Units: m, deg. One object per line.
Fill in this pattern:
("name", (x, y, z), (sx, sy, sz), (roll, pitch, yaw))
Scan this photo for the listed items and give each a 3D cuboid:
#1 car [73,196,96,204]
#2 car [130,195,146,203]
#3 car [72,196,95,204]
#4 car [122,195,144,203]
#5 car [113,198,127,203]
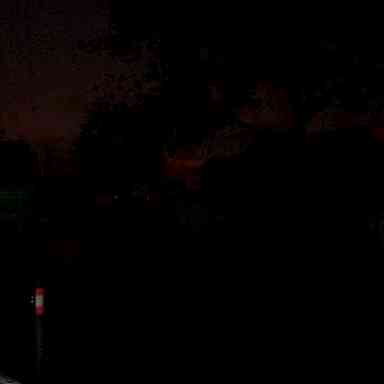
("car", (-27.788, 2.013, 86.103), (5.566, 2.045, 2.435), (0, -1, -18))
("car", (-13.832, 1.858, 82.570), (4.553, 1.767, 2.185), (0, -1, -18))
("car", (-26.120, 1.875, 80.904), (5.566, 2.045, 2.435), (0, -1, -18))
("car", (-15.650, 1.878, 88.240), (5.566, 2.045, 2.435), (0, -2, -18))
("car", (-16.259, 1.966, 74.448), (1.994, 1.385, 4.181), (-1, -1, 0))
